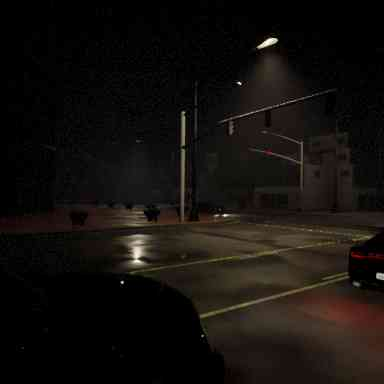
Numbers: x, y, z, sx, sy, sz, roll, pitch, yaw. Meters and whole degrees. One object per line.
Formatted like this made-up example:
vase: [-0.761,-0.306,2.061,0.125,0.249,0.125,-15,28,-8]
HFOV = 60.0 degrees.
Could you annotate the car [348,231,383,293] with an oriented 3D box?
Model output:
car: [5.718,1.498,7.862,5.008,1.535,1.882,0,0,-35]

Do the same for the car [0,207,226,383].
car: [-2.361,1.222,2.060,5.566,2.045,2.150,0,0,-36]

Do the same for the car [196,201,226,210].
car: [1.757,1.656,36.105,1.994,1.385,4.181,1,-1,-35]
